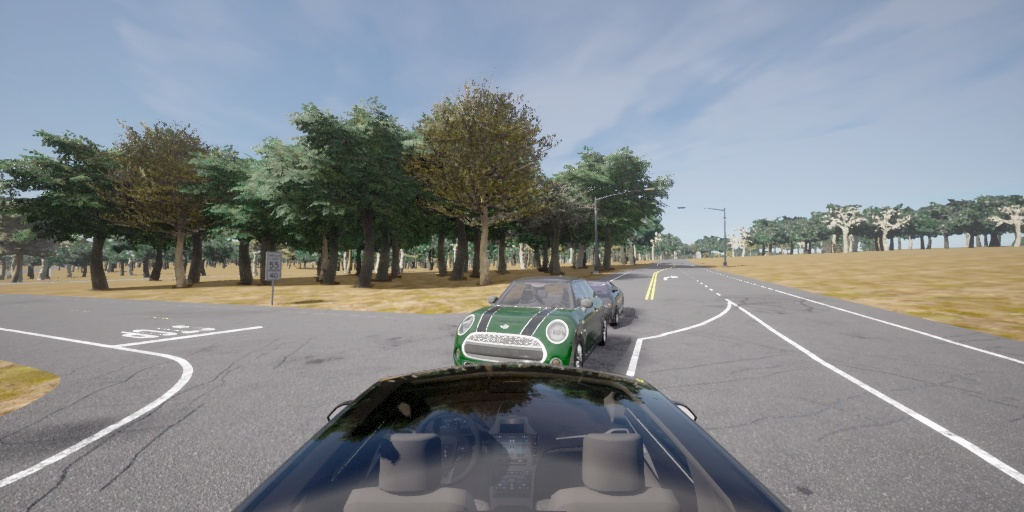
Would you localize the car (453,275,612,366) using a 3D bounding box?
[{"bbox_3d":[0.668,1.223,7.497,2.097,1.767,4.553,-1,-2,22],"label":"car"}]

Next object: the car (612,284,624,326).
[{"bbox_3d":[2.884,1.555,12.933,1.994,1.385,4.181,-2,0,22],"label":"car"}]
